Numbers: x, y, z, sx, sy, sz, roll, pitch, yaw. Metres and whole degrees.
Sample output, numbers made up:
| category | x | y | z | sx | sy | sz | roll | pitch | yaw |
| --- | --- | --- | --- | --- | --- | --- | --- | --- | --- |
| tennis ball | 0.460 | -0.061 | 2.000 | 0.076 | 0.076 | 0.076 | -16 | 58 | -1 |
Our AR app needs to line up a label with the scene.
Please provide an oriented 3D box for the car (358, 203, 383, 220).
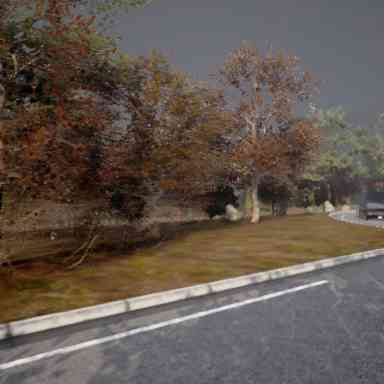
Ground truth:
| category | x | y | z | sx | sy | sz | roll | pitch | yaw |
| --- | --- | --- | --- | --- | --- | --- | --- | --- | --- |
| car | 15.534 | 1.613 | 28.533 | 2.033 | 1.411 | 5.357 | 0 | 0 | 18 |
